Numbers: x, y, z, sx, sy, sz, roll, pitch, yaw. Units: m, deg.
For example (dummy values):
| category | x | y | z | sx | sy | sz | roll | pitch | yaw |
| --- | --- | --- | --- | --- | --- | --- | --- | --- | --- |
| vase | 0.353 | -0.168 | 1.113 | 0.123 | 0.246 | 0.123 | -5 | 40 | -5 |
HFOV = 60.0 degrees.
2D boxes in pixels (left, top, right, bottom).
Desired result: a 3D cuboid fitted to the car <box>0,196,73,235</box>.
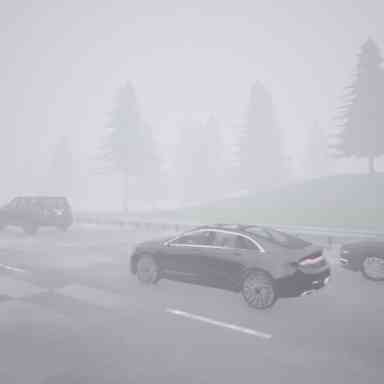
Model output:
| category | x | y | z | sx | sy | sz | roll | pitch | yaw |
| --- | --- | --- | --- | --- | --- | --- | --- | --- | --- |
| car | -9.204 | 1.222 | 19.148 | 5.566 | 2.045 | 2.150 | 0 | 0 | 35 |

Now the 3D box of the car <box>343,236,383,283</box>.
| category | x | y | z | sx | sy | sz | roll | pitch | yaw |
| --- | --- | --- | --- | --- | --- | --- | --- | --- | --- |
| car | 6.268 | 1.506 | 8.119 | 4.892 | 1.490 | 1.837 | 0 | 0 | 35 |

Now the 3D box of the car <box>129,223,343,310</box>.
| category | x | y | z | sx | sy | sz | roll | pitch | yaw |
| --- | --- | --- | --- | --- | --- | --- | --- | --- | --- |
| car | 0.631 | 1.492 | 7.838 | 4.902 | 1.511 | 2.128 | 0 | 0 | 35 |
